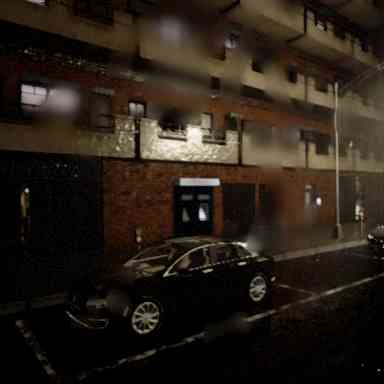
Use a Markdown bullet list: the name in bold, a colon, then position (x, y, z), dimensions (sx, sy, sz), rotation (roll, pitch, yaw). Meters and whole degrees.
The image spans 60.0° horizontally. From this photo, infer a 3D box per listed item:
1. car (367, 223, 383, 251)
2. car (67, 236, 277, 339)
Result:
- **car**: position (8.716, 1.631, 13.418), dimensions (4.403, 1.369, 2.008), rotation (0, -1, -38)
- **car**: position (-0.156, 1.598, 6.576), dimensions (4.403, 1.369, 2.008), rotation (0, -1, -38)
